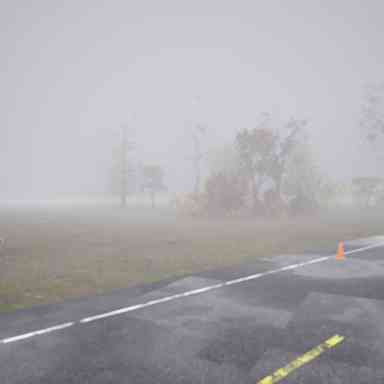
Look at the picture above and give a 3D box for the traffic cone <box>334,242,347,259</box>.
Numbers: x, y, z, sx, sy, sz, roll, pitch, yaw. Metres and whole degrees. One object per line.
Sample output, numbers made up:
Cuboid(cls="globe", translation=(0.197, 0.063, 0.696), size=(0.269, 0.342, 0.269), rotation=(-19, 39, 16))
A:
Cuboid(cls="traffic cone", translation=(5.440, 2.119, 12.158), size=(0.340, 0.580, 0.340), rotation=(0, -1, -41))
